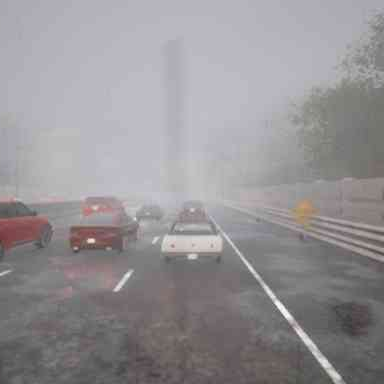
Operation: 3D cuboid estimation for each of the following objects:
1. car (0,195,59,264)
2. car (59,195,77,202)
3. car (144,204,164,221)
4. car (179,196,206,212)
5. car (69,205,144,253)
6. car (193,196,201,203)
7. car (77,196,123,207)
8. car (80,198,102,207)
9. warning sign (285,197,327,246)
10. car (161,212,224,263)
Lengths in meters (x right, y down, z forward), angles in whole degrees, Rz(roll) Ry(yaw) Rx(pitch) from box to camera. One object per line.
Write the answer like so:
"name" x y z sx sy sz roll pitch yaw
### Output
"car" -6.965 1.258 11.662 2.150 2.045 5.566 0 0 1
"car" -21.012 1.770 57.832 2.033 1.411 5.357 0 0 1
"car" -3.447 1.657 27.880 1.994 1.385 4.181 0 0 1
"car" 0.051 1.442 27.633 2.097 1.767 4.553 0 0 1
"car" -3.442 1.519 13.884 1.882 1.535 5.008 0 0 0
"car" 1.239 1.806 83.573 1.801 1.575 5.366 0 0 0
"car" -6.962 1.310 26.621 2.150 2.045 5.566 0 0 1
"car" -17.518 1.770 57.986 2.033 1.411 5.357 0 0 1
"warning sign" 4.551 1.155 13.384 1.300 1.860 1.060 0 0 0
"car" 0.042 1.636 12.099 1.895 1.301 4.718 0 0 1
